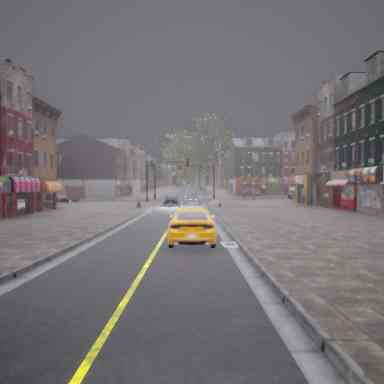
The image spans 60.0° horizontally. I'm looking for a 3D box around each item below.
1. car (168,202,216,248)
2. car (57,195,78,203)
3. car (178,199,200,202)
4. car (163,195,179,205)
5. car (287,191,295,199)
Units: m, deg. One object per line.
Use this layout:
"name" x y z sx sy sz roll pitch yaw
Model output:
"car" 0.000 1.444 14.646 1.882 1.535 5.008 0 0 0
"car" -20.380 1.077 52.496 4.507 1.381 1.887 -1 2 0
"car" 0.000 1.378 29.669 1.895 1.301 4.718 0 1 0
"car" -2.750 1.076 44.604 1.895 1.301 4.718 0 1 0
"car" 17.202 0.538 52.631 4.313 1.339 1.947 -1 2 0
